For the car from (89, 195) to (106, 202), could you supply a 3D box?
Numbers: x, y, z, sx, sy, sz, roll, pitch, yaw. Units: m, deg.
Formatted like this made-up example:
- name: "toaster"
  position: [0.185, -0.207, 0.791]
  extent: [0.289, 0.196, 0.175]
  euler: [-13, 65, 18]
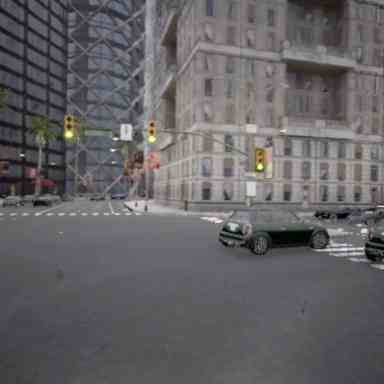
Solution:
- name: "car"
  position: [-20.394, 1.303, 71.955]
  extent: [2.033, 1.411, 5.357]
  euler: [1, 0, 7]

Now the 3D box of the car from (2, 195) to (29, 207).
- name: "car"
  position: [-23.136, 1.187, 43.260]
  extent: [1.837, 1.490, 4.892]
  euler: [1, 0, -15]

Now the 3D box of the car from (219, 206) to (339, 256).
- name: "car"
  position: [3.434, 1.425, 13.602]
  extent: [4.553, 1.767, 2.097]
  euler: [1, 0, -28]

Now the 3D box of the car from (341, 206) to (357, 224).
- name: "car"
  position: [14.120, 1.786, 25.264]
  extent: [4.674, 1.442, 1.812]
  euler: [1, 0, -15]

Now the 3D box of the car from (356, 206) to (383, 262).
- name: "car"
  position: [8.067, 1.497, 11.188]
  extent: [4.553, 1.767, 2.097]
  euler: [1, 0, -27]

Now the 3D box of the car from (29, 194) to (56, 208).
- name: "car"
  position: [-19.749, 1.338, 44.134]
  extent: [1.895, 1.301, 4.718]
  euler: [1, 0, -15]

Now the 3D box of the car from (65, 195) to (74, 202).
- name: "car"
  position: [-24.011, 1.255, 63.384]
  extent: [1.994, 1.385, 4.181]
  euler: [1, 0, -5]

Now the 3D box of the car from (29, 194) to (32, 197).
- name: "car"
  position: [-25.643, 1.158, 52.824]
  extent: [1.837, 1.490, 4.892]
  euler: [1, 0, -15]

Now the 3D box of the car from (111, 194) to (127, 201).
- name: "car"
  position: [-18.035, 1.169, 82.141]
  extent: [2.097, 1.767, 4.553]
  euler: [1, 0, 23]

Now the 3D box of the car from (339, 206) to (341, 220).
- name: "car"
  position: [12.898, 1.846, 28.560]
  extent: [4.718, 1.301, 1.895]
  euler: [1, 0, -15]

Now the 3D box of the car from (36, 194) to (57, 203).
- name: "car"
  position: [-27.482, 1.148, 62.840]
  extent: [2.128, 1.511, 4.902]
  euler: [1, 0, -5]

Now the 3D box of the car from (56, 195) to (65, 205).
- name: "car"
  position: [-22.204, 1.215, 53.519]
  extent: [1.837, 1.490, 4.892]
  euler: [1, 0, -15]
